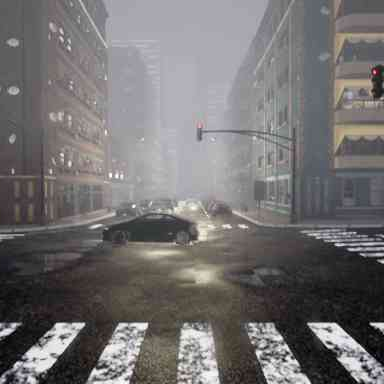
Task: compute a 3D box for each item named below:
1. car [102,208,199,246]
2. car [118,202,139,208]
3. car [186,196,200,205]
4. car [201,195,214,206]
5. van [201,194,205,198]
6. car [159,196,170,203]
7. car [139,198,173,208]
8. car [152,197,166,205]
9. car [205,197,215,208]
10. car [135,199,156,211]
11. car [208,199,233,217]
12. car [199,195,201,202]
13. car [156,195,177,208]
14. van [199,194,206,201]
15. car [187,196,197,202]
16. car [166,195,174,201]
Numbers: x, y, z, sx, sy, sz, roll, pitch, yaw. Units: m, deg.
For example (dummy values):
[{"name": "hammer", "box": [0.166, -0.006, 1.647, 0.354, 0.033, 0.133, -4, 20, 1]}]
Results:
[{"name": "car", "box": [-1.786, 1.556, 14.661, 4.181, 1.385, 1.994, 0, 0, 0]}, {"name": "car", "box": [-5.690, 1.552, 30.224, 1.947, 1.339, 4.313, 0, 0, 0]}, {"name": "car", "box": [0.012, 1.512, 59.666, 1.812, 1.442, 4.674, 0, 0, 0]}, {"name": "car", "box": [2.694, 1.530, 46.780, 1.887, 1.381, 4.507, 0, 0, 0]}, {"name": "van", "box": [2.694, 1.327, 52.304, 1.690, 1.788, 3.998, 0, 0, 0]}, {"name": "car", "box": [-5.682, 1.570, 68.888, 1.802, 1.307, 4.206, 0, 0, 0]}, {"name": "car", "box": [-3.095, 1.534, 29.731, 2.033, 1.411, 5.357, 0, 0, 0]}, {"name": "car", "box": [-5.685, 1.531, 57.842, 1.887, 1.381, 4.507, 0, 0, 0]}, {"name": "car", "box": [2.692, 1.552, 35.734, 1.947, 1.339, 4.313, 0, 0, 0]}, {"name": "car", "box": [-5.688, 1.551, 41.271, 1.947, 1.339, 4.313, 0, 0, 0]}, {"name": "car", "box": [2.691, 1.569, 30.210, 1.802, 1.307, 4.206, 0, 0, 0]}, {"name": "car", "box": [2.697, 1.552, 57.828, 1.947, 1.339, 4.313, 0, 0, 0]}, {"name": "car", "box": [-3.089, 1.490, 39.849, 1.837, 1.490, 4.892, 0, 0, 0]}, {"name": "van", "box": [2.700, 1.335, 85.445, 1.690, 1.788, 3.998, -1, 0, 0]}, {"name": "car", "box": [0.015, 1.416, 69.702, 1.895, 1.301, 4.718, 0, 0, 0]}, {"name": "car", "box": [-5.679, 1.519, 85.289, 1.752, 1.417, 4.829, 0, 0, 0]}]
